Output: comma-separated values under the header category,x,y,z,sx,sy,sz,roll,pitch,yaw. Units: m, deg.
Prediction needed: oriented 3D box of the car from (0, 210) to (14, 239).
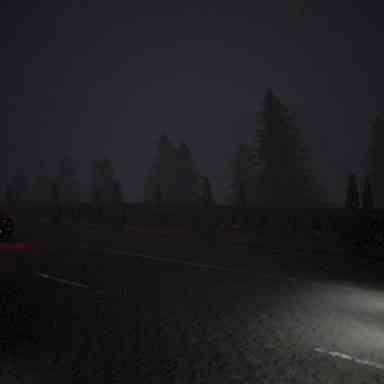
category,x,y,z,sx,sy,sz,roll,pitch,yaw
car,-10.241,1.435,15.600,4.892,1.490,1.837,0,0,36
